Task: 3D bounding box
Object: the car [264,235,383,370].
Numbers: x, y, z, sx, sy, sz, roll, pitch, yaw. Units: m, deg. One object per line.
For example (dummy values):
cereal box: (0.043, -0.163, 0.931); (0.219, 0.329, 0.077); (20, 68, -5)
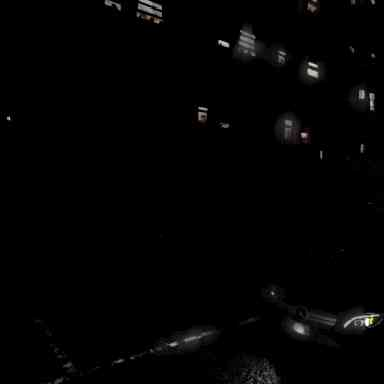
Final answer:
car: (3.310, 1.526, 5.737); (4.674, 1.442, 1.812); (0, 0, -35)
